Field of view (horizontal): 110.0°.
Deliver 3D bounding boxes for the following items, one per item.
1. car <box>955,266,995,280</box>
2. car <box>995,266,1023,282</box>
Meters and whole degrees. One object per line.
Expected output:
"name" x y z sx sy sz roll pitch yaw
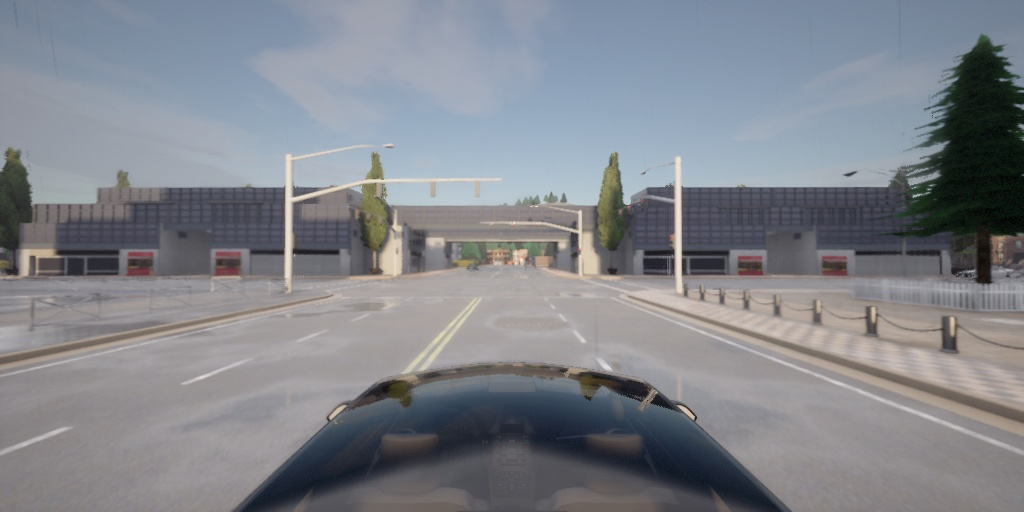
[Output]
"car" 48.000 1.727 36.359 4.674 1.442 1.812 0 -1 1
"car" 48.453 1.649 32.853 4.902 1.511 2.128 0 -1 1
